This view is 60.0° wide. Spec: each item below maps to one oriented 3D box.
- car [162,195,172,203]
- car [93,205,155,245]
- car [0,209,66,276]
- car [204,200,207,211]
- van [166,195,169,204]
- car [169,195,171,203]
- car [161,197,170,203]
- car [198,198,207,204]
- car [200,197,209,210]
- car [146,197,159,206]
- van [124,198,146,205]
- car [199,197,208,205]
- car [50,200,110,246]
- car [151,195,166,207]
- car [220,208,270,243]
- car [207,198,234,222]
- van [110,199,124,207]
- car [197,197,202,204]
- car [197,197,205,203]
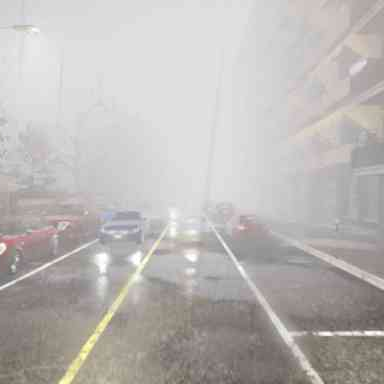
[{"bbox_3d":[-6.210,1.729,83.521,2.192,1.841,5.009,0,0,0],"label":"car"},{"bbox_3d":[-3.092,1.601,16.138,1.812,1.442,4.674,0,0,0],"label":"car"},{"bbox_3d":[-5.744,1.500,10.325,1.967,1.590,4.097,0,0,0],"label":"car"},{"bbox_3d":[2.492,1.711,32.900,1.802,1.307,4.206,0,0,0],"label":"car"},{"bbox_3d":[-6.103,1.662,66.628,1.690,1.788,3.998,0,0,0],"label":"van"},{"bbox_3d":[-6.138,1.933,72.257,1.802,1.307,4.206,0,0,0],"label":"car"},{"bbox_3d":[-6.174,1.927,77.887,1.887,1.381,4.507,0,0,0],"label":"car"},{"bbox_3d":[2.242,1.904,72.311,1.802,1.307,4.206,0,0,0],"label":"car"},{"bbox_3d":[2.420,1.745,44.161,1.947,1.339,4.313,0,0,0],"label":"car"},{"bbox_3d":[-5.960,1.774,44.107,1.947,1.339,4.313,0,0,0],"label":"car"},{"bbox_3d":[-5.889,1.499,32.848,1.690,1.788,3.998,0,0,0],"label":"van"},{"bbox_3d":[2.277,1.818,66.851,1.752,1.417,4.829,0,0,0],"label":"car"},{"bbox_3d":[-5.782,1.399,15.957,2.192,1.841,5.009,0,0,0],"label":"car"},{"bbox_3d":[-6.031,1.577,55.368,2.192,1.841,5.009,0,0,0],"label":"car"},{"bbox_3d":[2.600,1.637,16.009,1.802,1.307,4.206,0,0,0],"label":"car"},{"bbox_3d":[2.527,1.544,27.271,1.967,1.590,4.097,0,0,0],"label":"car"},{"bbox_3d":[-5.817,1.450,21.587,1.690,1.788,3.998,0,0,0],"label":"van"},{"bbox_3d":[2.349,1.673,55.421,1.967,1.590,4.097,0,0,0],"label":"car"},{"bbox_3d":[2.170,1.951,83.573,1.947,1.339,4.313,0,0,0],"label":"car"}]
